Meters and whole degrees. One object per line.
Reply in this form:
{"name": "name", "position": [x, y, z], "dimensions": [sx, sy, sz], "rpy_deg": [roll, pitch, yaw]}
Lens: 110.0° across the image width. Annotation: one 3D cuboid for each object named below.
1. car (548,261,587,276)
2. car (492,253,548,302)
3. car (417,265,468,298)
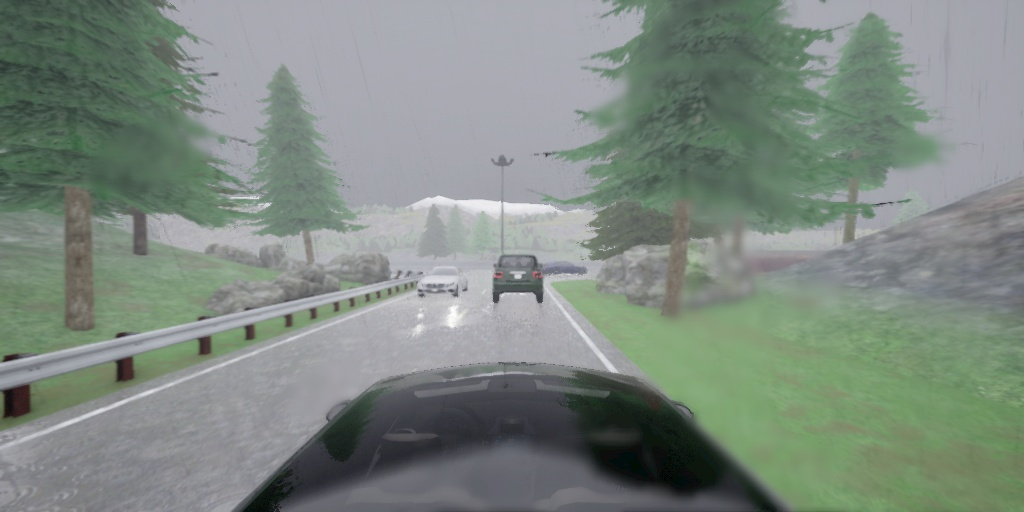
{"name": "car", "position": [4.992, 1.169, 34.691], "dimensions": [4.674, 1.442, 1.812], "rpy_deg": [0, -1, -19]}
{"name": "car", "position": [0.280, 0.914, 16.753], "dimensions": [2.150, 2.045, 5.566], "rpy_deg": [0, 0, 1]}
{"name": "car", "position": [-3.343, 1.211, 18.081], "dimensions": [1.812, 1.442, 4.674], "rpy_deg": [0, 0, 2]}
